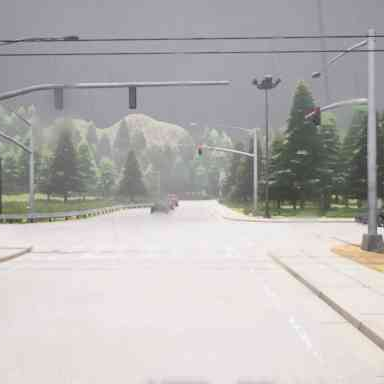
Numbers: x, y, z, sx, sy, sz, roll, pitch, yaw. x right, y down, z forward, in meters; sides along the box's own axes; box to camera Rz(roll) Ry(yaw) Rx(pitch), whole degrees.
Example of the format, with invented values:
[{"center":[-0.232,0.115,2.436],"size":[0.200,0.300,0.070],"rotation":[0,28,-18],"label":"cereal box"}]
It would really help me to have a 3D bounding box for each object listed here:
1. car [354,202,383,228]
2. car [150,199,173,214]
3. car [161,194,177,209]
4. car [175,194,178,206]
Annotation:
[{"center":[13.341,1.385,22.112],"size":[4.553,1.767,2.097],"rotation":[0,0,1],"label":"car"},{"center":[-3.550,1.748,37.627],"size":[1.895,1.301,4.718],"rotation":[0,0,0],"label":"car"},{"center":[-3.528,1.522,44.750],"size":[2.097,1.767,4.553],"rotation":[0,0,0],"label":"car"},{"center":[-3.443,1.425,55.435],"size":[2.150,2.045,5.566],"rotation":[0,0,1],"label":"car"}]
